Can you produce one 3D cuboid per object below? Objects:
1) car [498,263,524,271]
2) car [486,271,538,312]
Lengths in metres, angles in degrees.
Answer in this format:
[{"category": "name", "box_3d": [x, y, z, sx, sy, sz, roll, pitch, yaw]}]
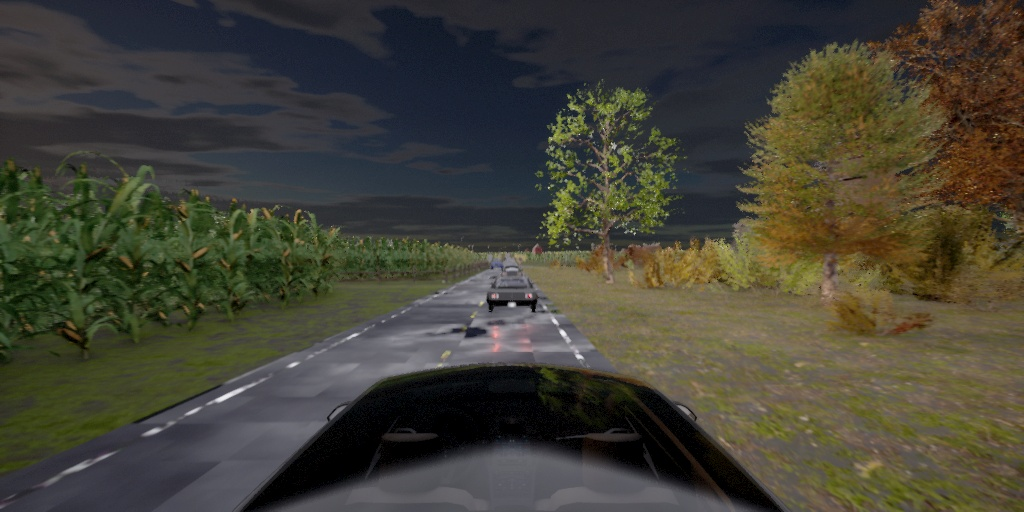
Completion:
[{"category": "car", "box_3d": [0.015, 1.558, 30.728, 1.812, 1.442, 4.674, 0, 0, 0]}, {"category": "car", "box_3d": [0.012, 1.487, 15.072, 1.895, 1.301, 4.718, 0, -1, 0]}]
